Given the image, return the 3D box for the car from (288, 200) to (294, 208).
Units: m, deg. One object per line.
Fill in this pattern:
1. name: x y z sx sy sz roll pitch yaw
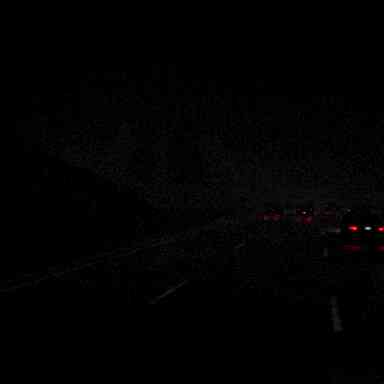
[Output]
1. car: 17.623 2.142 60.411 2.033 1.411 5.357 0 0 21

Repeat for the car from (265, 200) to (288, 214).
1. car: 10.004 1.866 40.194 2.128 1.511 4.902 0 -1 21

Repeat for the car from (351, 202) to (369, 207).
1. car: 23.947 2.106 47.426 1.812 1.442 4.674 1 -1 19

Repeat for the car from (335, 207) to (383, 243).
1. car: 9.015 1.763 17.715 2.033 1.411 5.357 0 0 21

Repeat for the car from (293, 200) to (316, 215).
1. car: 13.273 2.004 38.946 1.895 1.301 4.718 0 0 21

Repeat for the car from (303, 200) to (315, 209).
1. car: 20.473 2.115 58.053 1.837 1.490 4.892 0 -1 21

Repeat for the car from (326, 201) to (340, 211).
1. car: 20.657 2.077 48.615 1.812 1.442 4.674 0 -1 23
